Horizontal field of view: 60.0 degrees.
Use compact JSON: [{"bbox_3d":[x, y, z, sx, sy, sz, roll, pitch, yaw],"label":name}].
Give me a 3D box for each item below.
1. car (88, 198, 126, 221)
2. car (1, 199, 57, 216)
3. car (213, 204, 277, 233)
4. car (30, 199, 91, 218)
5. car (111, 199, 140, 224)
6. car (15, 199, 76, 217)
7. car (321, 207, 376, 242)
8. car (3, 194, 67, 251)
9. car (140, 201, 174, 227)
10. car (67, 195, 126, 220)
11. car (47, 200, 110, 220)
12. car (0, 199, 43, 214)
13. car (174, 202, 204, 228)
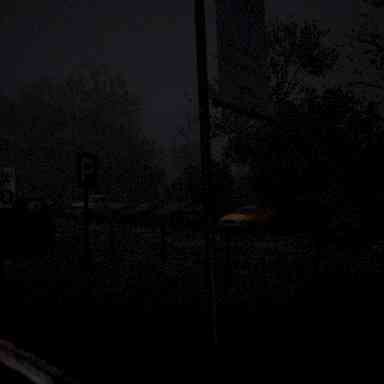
[{"bbox_3d":[-5.507,1.500,26.578,2.097,1.535,5.008,0,0,35],"label":"car"},{"bbox_3d":[-16.845,1.527,34.580,2.163,1.488,4.792,0,0,35],"label":"car"},{"bbox_3d":[3.437,1.489,19.998,1.946,1.575,5.366,0,0,35],"label":"car"},{"bbox_3d":[-12.306,1.503,31.388,2.097,1.535,5.008,0,0,35],"label":"car"},{"bbox_3d":[-3.243,1.498,24.972,2.097,1.535,5.008,0,0,35],"label":"car"},{"bbox_3d":[-14.461,1.497,33.150,1.946,1.575,5.366,0,0,35],"label":"car"},{"bbox_3d":[8.056,1.518,16.913,2.163,1.488,4.792,0,0,35],"label":"car"},{"bbox_3d":[-7.858,1.243,12.168,2.435,2.045,5.566,0,0,35],"label":"car"},{"bbox_3d":[-0.978,1.497,23.367,2.231,1.521,4.892,0,0,35],"label":"car"},{"bbox_3d":[-7.791,1.250,28.157,2.435,2.045,5.566,0,0,35],"label":"car"},{"bbox_3d":[-10.040,1.505,29.780,2.231,1.521,4.892,0,0,35],"label":"car"},{"bbox_3d":[-19.082,1.515,36.238,2.163,1.488,4.792,0,0,35],"label":"car"},{"bbox_3d":[1.298,1.524,21.779,2.163,1.488,4.792,0,0,35],"label":"car"}]
